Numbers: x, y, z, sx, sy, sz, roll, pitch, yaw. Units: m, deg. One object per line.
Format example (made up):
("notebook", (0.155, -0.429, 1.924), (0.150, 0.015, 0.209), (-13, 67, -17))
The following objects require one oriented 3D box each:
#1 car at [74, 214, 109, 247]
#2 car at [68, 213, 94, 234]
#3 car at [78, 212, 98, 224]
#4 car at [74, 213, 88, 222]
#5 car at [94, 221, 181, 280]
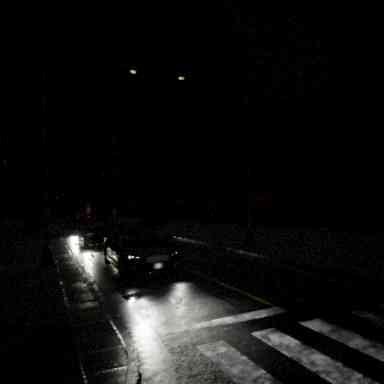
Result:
("car", (-5.843, 2.371, 20.479), (1.882, 1.535, 5.008), (-1, -2, -24))
("car", (-10.086, 2.863, 29.926), (2.128, 1.511, 4.902), (-1, -2, -24))
("car", (-14.982, 3.722, 47.919), (2.128, 1.511, 4.902), (-1, -3, -24))
("car", (-19.099, 4.371, 57.017), (1.895, 1.301, 4.718), (-1, -3, -24))
("car", (-1.939, 1.967, 11.832), (2.128, 1.511, 4.902), (-1, -2, -23))
